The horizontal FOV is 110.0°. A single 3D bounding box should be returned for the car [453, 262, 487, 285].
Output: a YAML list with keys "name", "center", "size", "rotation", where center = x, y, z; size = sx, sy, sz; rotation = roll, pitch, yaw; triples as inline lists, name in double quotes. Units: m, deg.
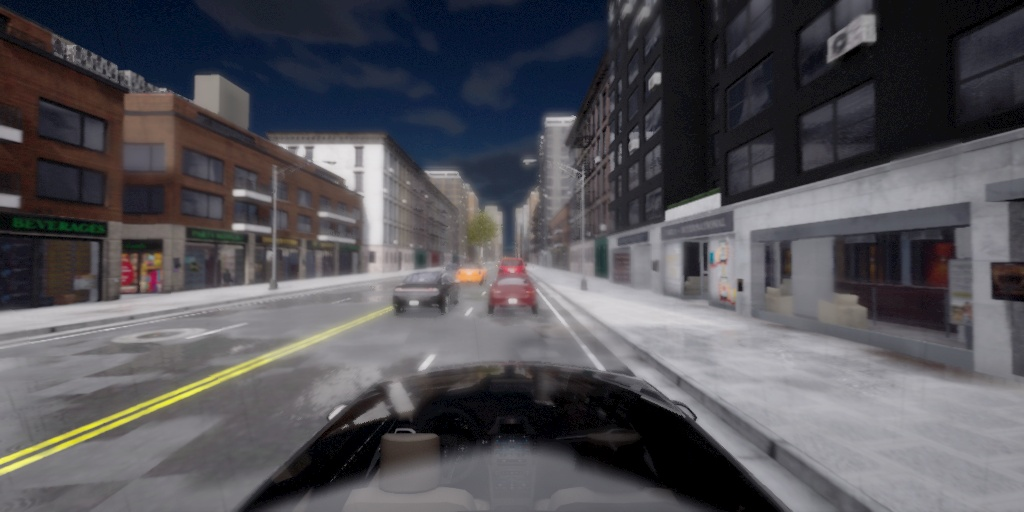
- name: "car"
  center: [-3.200, 1.349, 29.140]
  size: [2.097, 1.767, 4.553]
  rotation: [0, -1, 1]

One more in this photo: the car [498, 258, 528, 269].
- name: "car"
  center: [0.042, 1.211, 28.148]
  size: [2.150, 2.045, 5.566]
  rotation: [0, 0, 1]

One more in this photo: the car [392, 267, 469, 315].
- name: "car"
  center: [-3.201, 1.353, 14.203]
  size: [2.128, 1.511, 4.902]
  rotation: [0, 0, 0]

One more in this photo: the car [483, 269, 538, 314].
- name: "car"
  center: [0.048, 1.389, 14.372]
  size: [1.812, 1.442, 4.674]
  rotation: [0, -1, 0]

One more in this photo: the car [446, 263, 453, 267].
- name: "car"
  center: [-9.793, 1.857, 59.463]
  size: [1.994, 1.385, 4.181]
  rotation: [0, -1, 0]
